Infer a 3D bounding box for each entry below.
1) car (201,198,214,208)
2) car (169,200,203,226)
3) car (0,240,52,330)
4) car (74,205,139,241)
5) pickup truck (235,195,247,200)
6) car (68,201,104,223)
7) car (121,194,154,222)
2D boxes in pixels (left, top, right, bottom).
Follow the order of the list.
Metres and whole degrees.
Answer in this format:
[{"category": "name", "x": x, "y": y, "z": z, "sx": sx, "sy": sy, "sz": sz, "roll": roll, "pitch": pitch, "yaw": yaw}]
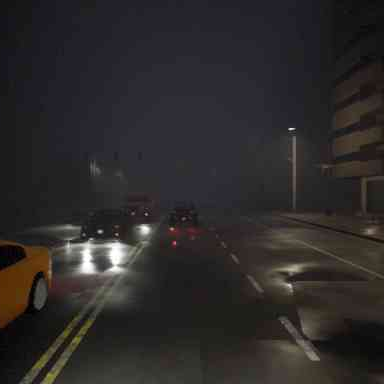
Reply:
[{"category": "car", "x": 2.151, "y": 1.515, "z": 48.476, "sx": 2.033, "sy": 1.411, "sz": 5.357, "roll": 0, "pitch": 0, "yaw": -3}, {"category": "car", "x": -0.580, "y": 1.476, "z": 23.198, "sx": 2.128, "sy": 1.511, "sz": 4.902, "roll": 0, "pitch": 0, "yaw": -2}, {"category": "car", "x": -3.709, "y": 1.474, "z": 4.720, "sx": 1.882, "sy": 1.535, "sz": 5.008, "roll": 0, "pitch": 0, "yaw": -2}, {"category": "car", "x": -4.060, "y": 1.553, "z": 16.495, "sx": 1.994, "sy": 1.385, "sz": 4.181, "roll": 0, "pitch": 0, "yaw": -2}, {"category": "pickup truck", "x": 13.861, "y": 0.997, "z": 90.876, "sx": 2.390, "sy": 2.098, "sz": 6.274, "roll": 0, "pitch": 0, "yaw": 29}, {"category": "car", "x": -7.762, "y": 1.461, "z": 25.226, "sx": 1.882, "sy": 1.535, "sz": 5.008, "roll": 0, "pitch": 0, "yaw": -1}, {"category": "car", "x": -4.291, "y": 1.205, "z": 26.609, "sx": 2.150, "sy": 2.045, "sz": 5.566, "roll": 0, "pitch": 0, "yaw": -2}]
